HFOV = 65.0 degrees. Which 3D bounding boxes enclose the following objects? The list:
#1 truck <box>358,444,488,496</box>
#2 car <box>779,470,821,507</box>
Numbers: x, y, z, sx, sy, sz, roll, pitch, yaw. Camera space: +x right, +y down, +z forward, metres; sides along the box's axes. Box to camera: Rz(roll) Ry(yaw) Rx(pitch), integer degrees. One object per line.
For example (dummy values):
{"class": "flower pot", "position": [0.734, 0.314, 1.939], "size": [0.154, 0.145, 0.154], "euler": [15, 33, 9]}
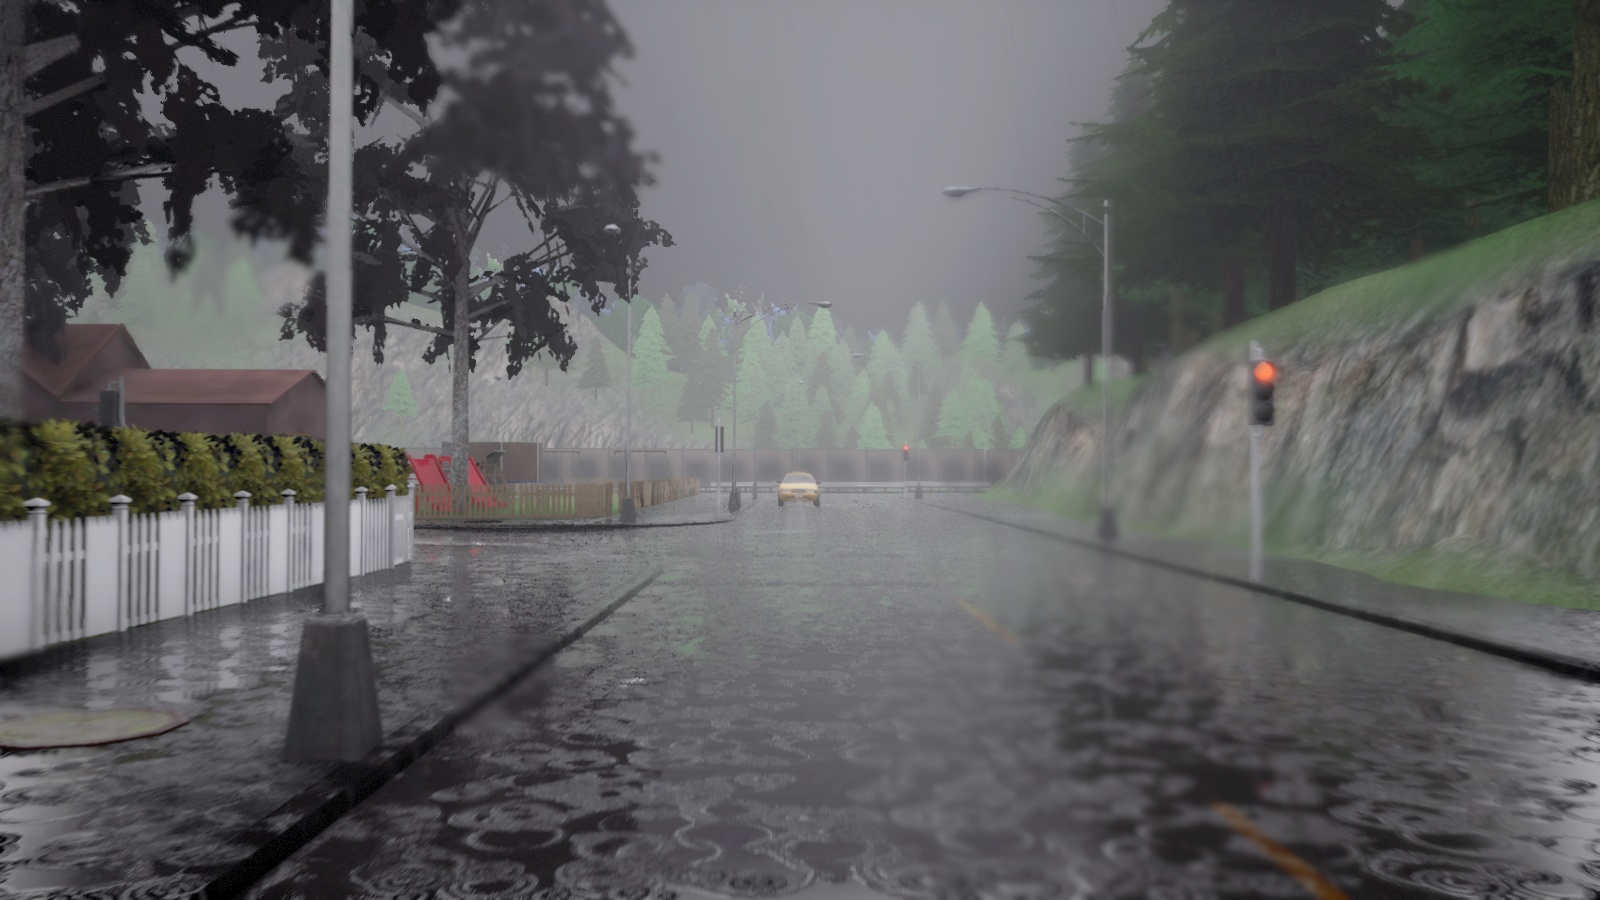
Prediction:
{"class": "truck", "position": [-25.317, 1.352, 84.563], "size": [7.936, 3.462, 2.891], "euler": [0, -1, 0]}
{"class": "car", "position": [-0.007, 1.702, 56.565], "size": [1.801, 1.575, 5.366], "euler": [0, -1, 0]}
